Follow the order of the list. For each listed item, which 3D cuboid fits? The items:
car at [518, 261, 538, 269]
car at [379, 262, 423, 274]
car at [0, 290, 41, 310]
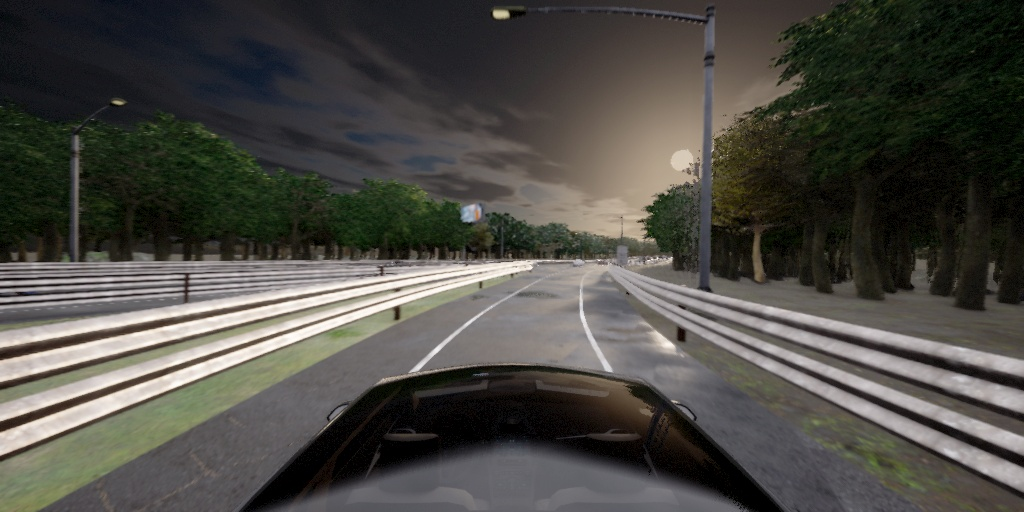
[{"bbox_3d":[2.508,1.523,58.163,1.895,1.301,4.718,0,-1,27],"label":"car"},{"bbox_3d":[-10.036,1.309,33.091,1.837,1.490,4.892,1,0,27],"label":"car"},{"bbox_3d":[-20.398,1.225,12.404,1.882,1.535,5.008,1,0,27],"label":"car"}]
